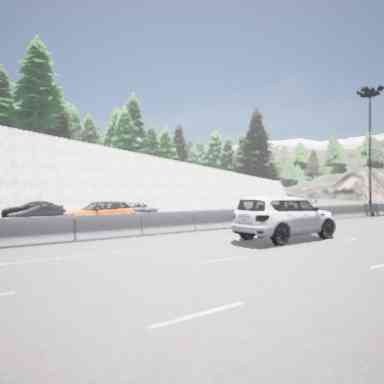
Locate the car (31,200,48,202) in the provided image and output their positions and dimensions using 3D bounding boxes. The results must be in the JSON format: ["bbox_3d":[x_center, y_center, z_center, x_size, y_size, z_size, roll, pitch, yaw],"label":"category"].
[{"bbox_3d":[-13.563,1.507,28.705,5.008,1.535,1.882,0,0,-35],"label":"car"}]

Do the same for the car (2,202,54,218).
[{"bbox_3d":[-10.189,1.587,22.513,4.181,1.385,1.994,0,0,-35],"label":"car"}]

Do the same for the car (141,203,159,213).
[{"bbox_3d":[-5.488,1.621,30.147,4.718,1.301,1.895,0,0,-35],"label":"car"}]

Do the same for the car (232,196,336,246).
[{"bbox_3d":[4.357,1.223,15.473,5.566,2.045,2.150,0,0,-36],"label":"car"}]

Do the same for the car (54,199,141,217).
[{"bbox_3d":[-5.967,1.369,21.223,4.553,1.767,2.097,0,0,-35],"label":"car"}]
